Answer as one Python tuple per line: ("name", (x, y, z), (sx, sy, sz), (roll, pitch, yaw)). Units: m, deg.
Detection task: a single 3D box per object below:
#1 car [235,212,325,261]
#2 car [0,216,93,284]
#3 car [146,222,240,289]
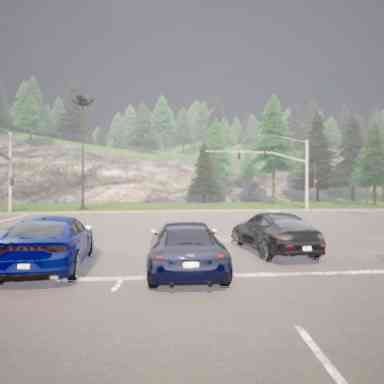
("car", (2.910, 1.454, 11.909), (1.812, 1.442, 4.674), (0, 0, -11))
("car", (-4.040, 1.420, 9.542), (1.882, 1.535, 5.008), (0, 0, -10))
("car", (-0.190, 1.509, 9.093), (1.994, 1.385, 4.181), (0, 0, -5))
